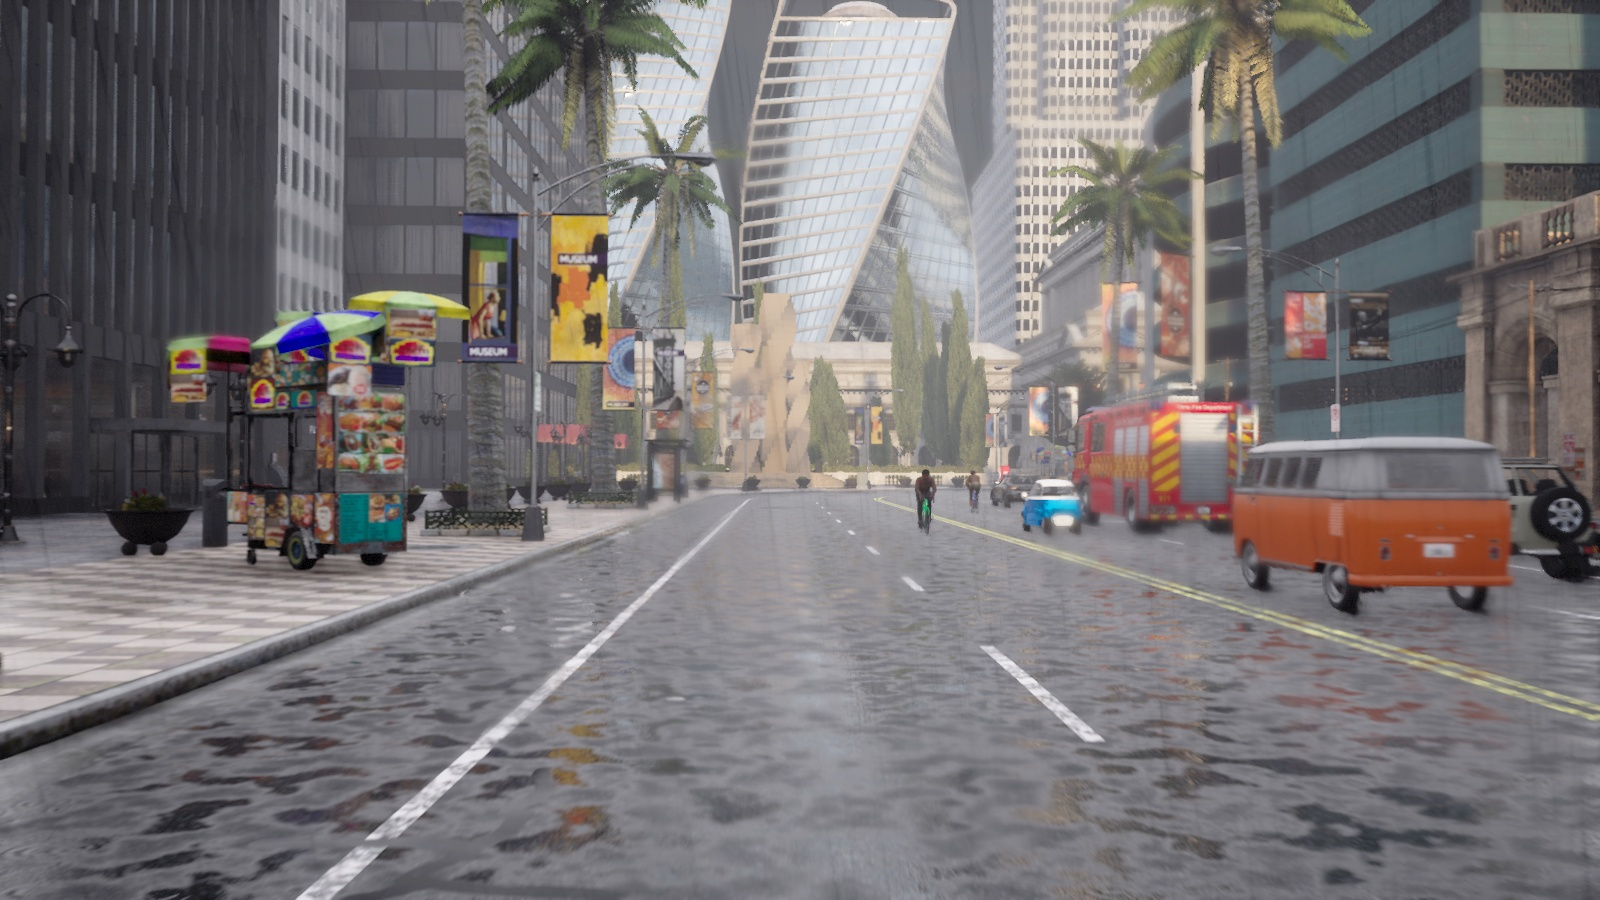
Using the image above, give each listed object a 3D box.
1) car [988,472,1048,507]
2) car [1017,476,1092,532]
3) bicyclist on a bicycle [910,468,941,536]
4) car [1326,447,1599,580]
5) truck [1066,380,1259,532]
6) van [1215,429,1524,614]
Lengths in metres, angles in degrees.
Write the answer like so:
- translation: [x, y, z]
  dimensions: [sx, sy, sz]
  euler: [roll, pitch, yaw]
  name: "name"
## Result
- translation: [9.723, 1.735, 56.345]
  dimensions: [1.816, 1.474, 4.193]
  euler: [0, -1, -2]
  name: "car"
- translation: [6.584, 1.391, 32.640]
  dimensions: [1.481, 1.376, 2.207]
  euler: [0, -1, -1]
  name: "car"
- translation: [3.114, 1.279, 31.178]
  dimensions: [0.582, 1.620, 1.656]
  euler: [0, 0, -1]
  name: "bicyclist on a bicycle"
- translation: [10.289, 0.924, 19.855]
  dimensions: [1.932, 1.855, 4.605]
  euler: [0, -1, -1]
  name: "car"
- translation: [10.027, 0.212, 35.862]
  dimensions: [2.891, 3.827, 8.468]
  euler: [0, -1, -1]
  name: "truck"
- translation: [6.856, 0.804, 15.722]
  dimensions: [1.775, 1.987, 4.442]
  euler: [0, -1, -1]
  name: "van"
